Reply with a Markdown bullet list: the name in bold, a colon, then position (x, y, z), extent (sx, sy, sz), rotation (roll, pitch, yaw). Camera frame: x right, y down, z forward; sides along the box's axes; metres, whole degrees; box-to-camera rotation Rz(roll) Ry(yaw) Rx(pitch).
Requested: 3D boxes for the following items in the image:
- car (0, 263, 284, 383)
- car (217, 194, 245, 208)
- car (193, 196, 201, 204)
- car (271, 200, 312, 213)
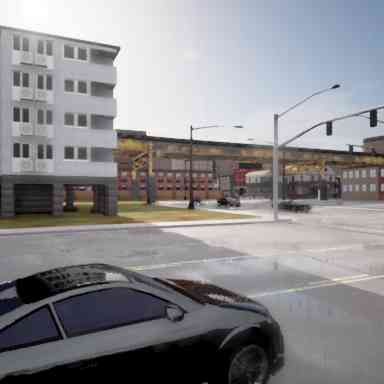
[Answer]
- **car**: position (-0.963, 1.563, 3.763), extent (4.181, 1.385, 1.994), rotation (0, 0, -31)
- **car**: position (5.416, 1.501, 49.383), extent (1.837, 1.490, 4.892), rotation (0, 1, -25)
- **car**: position (0.739, 1.547, 64.760), extent (2.033, 1.411, 5.357), rotation (0, 0, 1)
- **car**: position (11.122, 1.600, 37.321), extent (1.895, 1.301, 4.718), rotation (0, 0, -26)
